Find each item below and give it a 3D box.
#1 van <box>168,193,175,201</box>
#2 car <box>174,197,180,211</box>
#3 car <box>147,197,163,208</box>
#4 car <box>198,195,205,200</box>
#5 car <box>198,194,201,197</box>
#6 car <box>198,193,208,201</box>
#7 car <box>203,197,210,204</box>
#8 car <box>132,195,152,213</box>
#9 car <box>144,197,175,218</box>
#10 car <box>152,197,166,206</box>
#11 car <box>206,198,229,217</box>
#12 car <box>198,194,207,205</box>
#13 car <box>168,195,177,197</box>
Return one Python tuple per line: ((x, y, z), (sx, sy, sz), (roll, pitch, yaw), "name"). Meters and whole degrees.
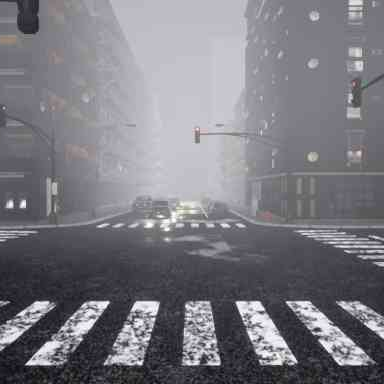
((-5.311, 1.304, 86.899), (1.690, 1.788, 3.998), (-1, 0, 0), "van")
((-2.831, 1.588, 40.297), (1.895, 1.301, 4.718), (0, 0, 0), "car")
((-5.317, 1.509, 47.968), (1.752, 1.417, 4.829), (-1, 0, 0), "car")
((2.573, 1.541, 92.395), (1.802, 1.307, 4.206), (-1, 0, 0), "car")
((2.570, 1.552, 75.778), (1.802, 1.307, 4.206), (-1, 0, 0), "car")
((2.567, 1.282, 81.317), (2.192, 1.841, 5.009), (-1, 0, 0), "car")
((2.562, 1.539, 37.003), (2.008, 1.369, 4.403), (-1, 0, 0), "car")
((-5.322, 1.304, 37.064), (2.192, 1.841, 5.009), (-1, 0, 0), "car")
((-2.836, 1.496, 30.197), (1.837, 1.490, 4.892), (0, 0, 0), "car")
((-5.315, 1.564, 53.676), (1.802, 1.307, 4.206), (-1, 0, 0), "car")
((2.561, 1.573, 31.464), (1.802, 1.307, 4.206), (-1, 0, 0), "car")
((2.566, 1.524, 59.160), (1.887, 1.381, 4.507), (-1, 0, 0), "car")
((-2.764, 1.530, 50.948), (2.033, 1.411, 5.357), (0, 0, 1), "car")
